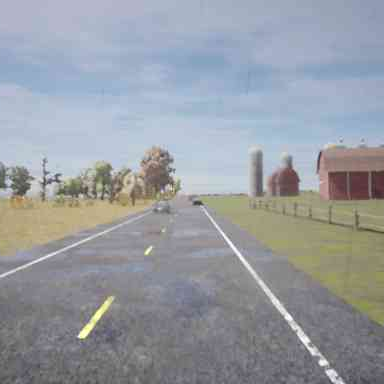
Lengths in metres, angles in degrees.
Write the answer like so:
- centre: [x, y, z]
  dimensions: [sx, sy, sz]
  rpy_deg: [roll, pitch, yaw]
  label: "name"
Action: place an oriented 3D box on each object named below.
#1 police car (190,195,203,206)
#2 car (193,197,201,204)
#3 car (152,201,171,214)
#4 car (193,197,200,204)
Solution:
- centre: [1.082, 1.885, 65.796]
  dimensions: [1.930, 1.638, 5.238]
  rpy_deg: [0, 0, 0]
  label: "police car"
- centre: [1.087, 1.979, 75.876]
  dimensions: [1.801, 1.575, 5.366]
  rpy_deg: [0, 0, 0]
  label: "car"
- centre: [-3.561, 1.780, 39.582]
  dimensions: [2.128, 1.511, 4.902]
  rpy_deg: [0, 0, 0]
  label: "car"
- centre: [1.090, 2.016, 81.877]
  dimensions: [1.801, 1.575, 5.366]
  rpy_deg: [0, 0, 0]
  label: "car"
